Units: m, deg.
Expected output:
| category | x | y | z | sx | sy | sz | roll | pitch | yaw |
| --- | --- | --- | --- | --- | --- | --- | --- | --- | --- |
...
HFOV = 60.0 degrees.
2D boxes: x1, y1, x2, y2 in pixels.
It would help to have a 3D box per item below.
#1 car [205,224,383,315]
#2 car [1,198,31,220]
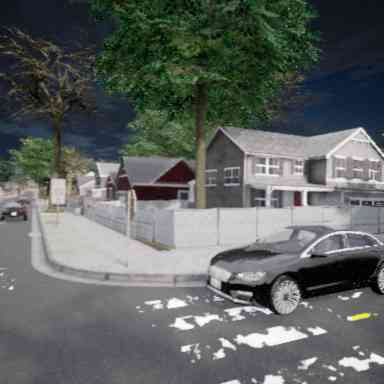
| category | x | y | z | sx | sy | sz | roll | pitch | yaw |
| --- | --- | --- | --- | --- | --- | --- | --- | --- | --- |
| car | 2.662 | 1.520 | 7.516 | 4.902 | 1.511 | 2.128 | 1 | 0 | -26 |
| car | -14.406 | 1.494 | 27.164 | 1.812 | 1.442 | 4.674 | 2 | -1 | -26 |
